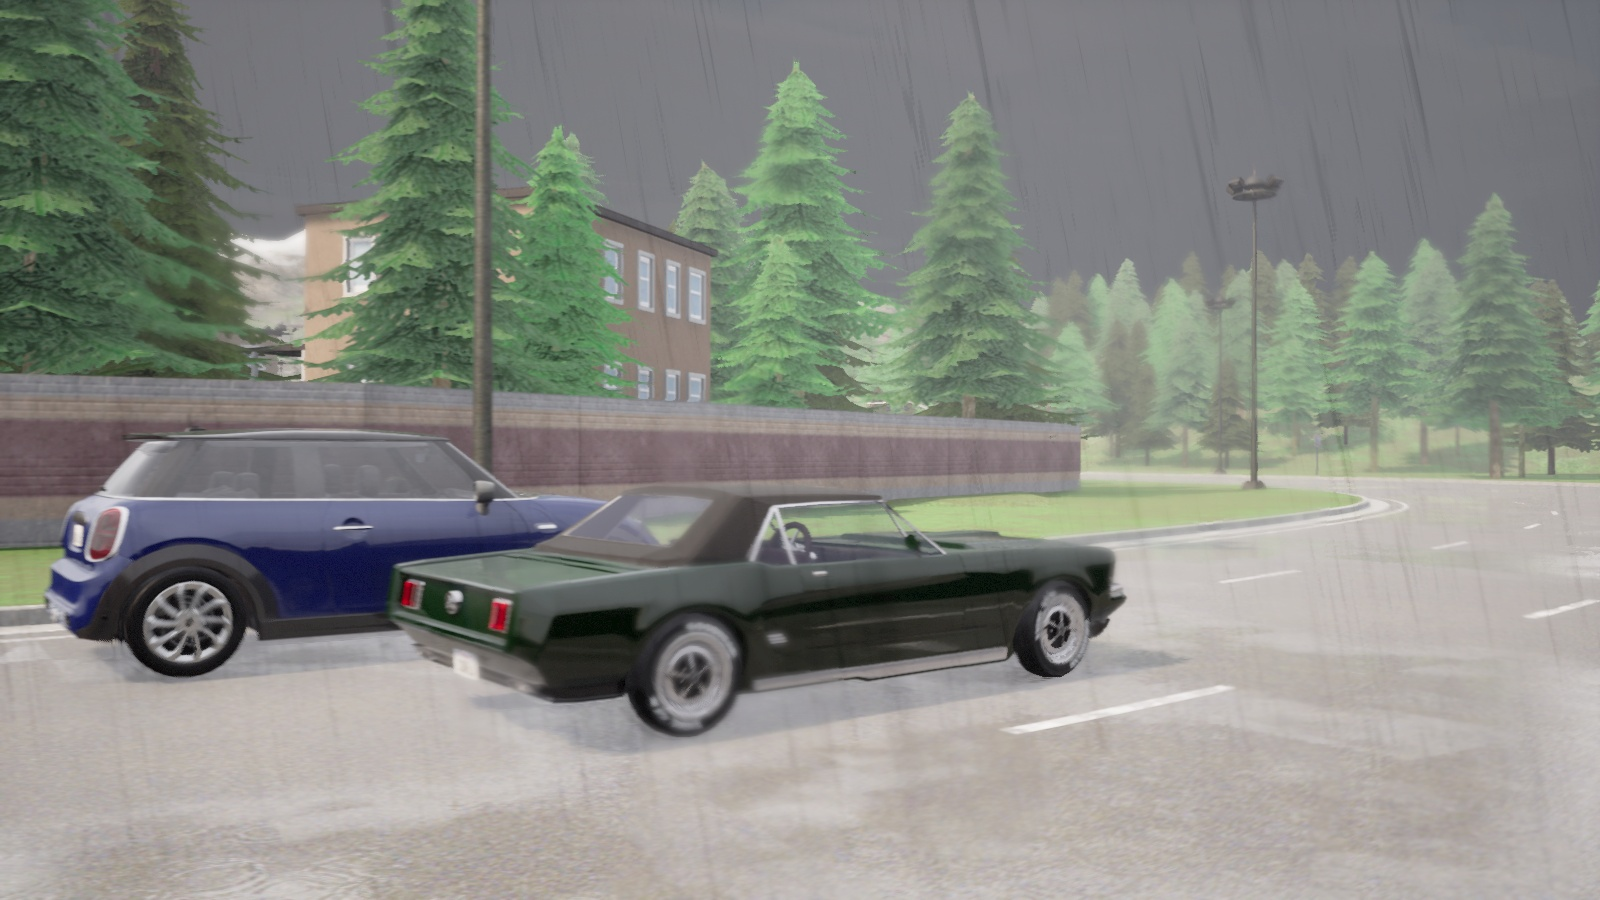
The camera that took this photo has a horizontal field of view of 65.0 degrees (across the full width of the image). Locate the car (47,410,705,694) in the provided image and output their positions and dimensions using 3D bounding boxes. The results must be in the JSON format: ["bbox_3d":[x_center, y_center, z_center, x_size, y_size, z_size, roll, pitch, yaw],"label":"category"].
[{"bbox_3d":[-3.253,0.641,10.032,4.553,1.767,2.097,0,0,-37],"label":"car"}]

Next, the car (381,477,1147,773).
[{"bbox_3d":[-0.020,0.869,8.090,4.718,1.301,1.895,0,0,-38],"label":"car"}]
